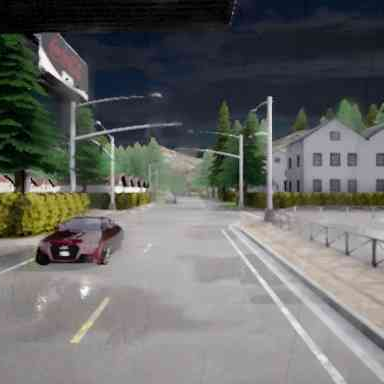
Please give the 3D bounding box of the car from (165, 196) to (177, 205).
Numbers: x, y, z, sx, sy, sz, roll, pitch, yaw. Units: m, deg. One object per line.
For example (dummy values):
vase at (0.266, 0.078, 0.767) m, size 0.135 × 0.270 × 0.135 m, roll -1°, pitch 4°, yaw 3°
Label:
car at (-3.547, 1.389, 56.244) m, size 1.812 × 1.442 × 4.674 m, roll 0°, pitch 0°, yaw 0°

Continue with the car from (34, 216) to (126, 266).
car at (-3.574, 1.536, 11.338) m, size 1.994 × 1.385 × 4.181 m, roll 0°, pitch 0°, yaw 0°
